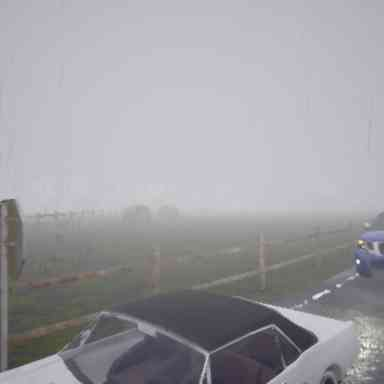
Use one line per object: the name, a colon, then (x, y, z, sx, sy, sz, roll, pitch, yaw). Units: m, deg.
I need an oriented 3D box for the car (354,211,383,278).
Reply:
car: (7.051, 1.538, 10.656, 2.150, 2.045, 5.566, -3, -3, 42)

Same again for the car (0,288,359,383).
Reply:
car: (-0.279, 1.726, 2.894, 1.895, 1.301, 4.718, -3, -3, 44)
